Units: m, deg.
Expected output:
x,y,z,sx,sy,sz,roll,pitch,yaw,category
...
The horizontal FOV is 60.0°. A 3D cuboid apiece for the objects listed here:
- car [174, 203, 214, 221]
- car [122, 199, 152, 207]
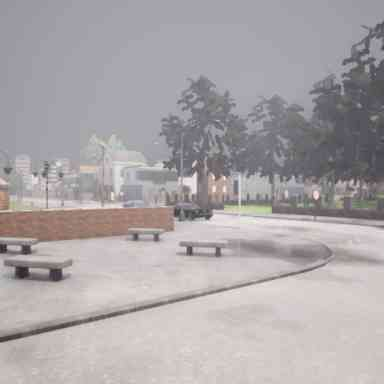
x,y,z,sx,sy,sz,roll,pitch,yaw,category
-0.302,1.592,27.379,1.895,1.301,4.718,0,0,-35,car
-5.825,1.517,35.191,1.812,1.442,4.674,0,0,-35,car
